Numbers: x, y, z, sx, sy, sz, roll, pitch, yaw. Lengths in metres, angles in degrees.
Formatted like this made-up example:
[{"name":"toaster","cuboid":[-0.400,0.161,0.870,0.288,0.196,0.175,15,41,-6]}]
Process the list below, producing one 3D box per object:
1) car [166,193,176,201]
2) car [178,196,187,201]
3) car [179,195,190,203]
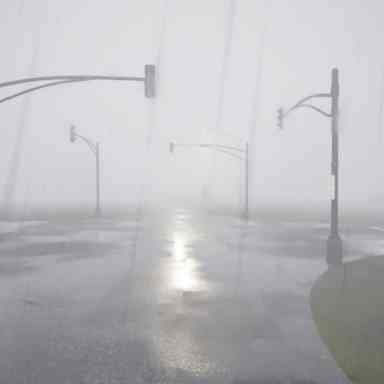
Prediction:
[{"name":"car","cuboid":[-4.617,1.008,73.981,2.097,1.767,4.553,0,0,-3]},{"name":"car","cuboid":[-2.234,1.553,79.963,1.895,1.301,4.718,0,0,-4]},{"name":"car","cuboid":[-1.630,1.379,69.888,2.097,1.767,4.553,0,0,-3]}]
